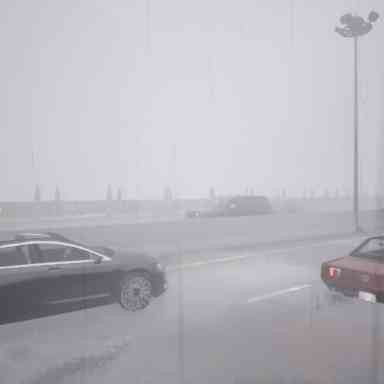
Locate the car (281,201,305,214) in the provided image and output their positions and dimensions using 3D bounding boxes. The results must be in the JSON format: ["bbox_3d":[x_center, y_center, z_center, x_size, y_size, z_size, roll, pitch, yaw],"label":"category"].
[{"bbox_3d":[8.890,1.566,31.815,4.181,1.385,1.994,0,0,-35],"label":"car"}]

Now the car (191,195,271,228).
[{"bbox_3d":[2.789,1.223,23.173,5.566,2.045,2.150,0,0,-35],"label":"car"}]

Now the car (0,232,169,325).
[{"bbox_3d":[-2.759,1.492,6.077,4.902,1.511,2.128,0,0,-35],"label":"car"}]

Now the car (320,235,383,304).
[{"bbox_3d":[4.981,1.601,7.297,4.718,1.301,1.895,0,0,-35],"label":"car"}]

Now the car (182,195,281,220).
[{"bbox_3d":[2.115,1.223,18.395,5.566,2.045,2.150,0,0,-35],"label":"car"}]
